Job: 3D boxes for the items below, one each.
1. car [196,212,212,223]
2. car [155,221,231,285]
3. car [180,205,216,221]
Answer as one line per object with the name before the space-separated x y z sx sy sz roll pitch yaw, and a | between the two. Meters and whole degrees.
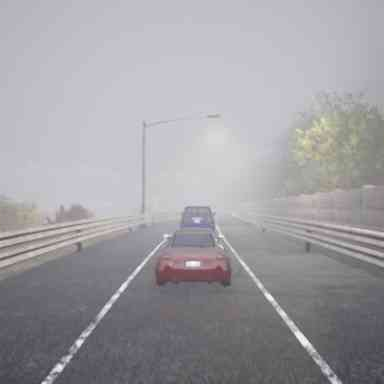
car | 1.612 3.361 43.848 1.895 1.301 4.718 0 -3 4
car | 0.049 1.776 10.091 1.994 1.385 4.181 0 -2 1
car | 0.403 1.909 21.798 2.150 2.045 5.566 0 -2 2
